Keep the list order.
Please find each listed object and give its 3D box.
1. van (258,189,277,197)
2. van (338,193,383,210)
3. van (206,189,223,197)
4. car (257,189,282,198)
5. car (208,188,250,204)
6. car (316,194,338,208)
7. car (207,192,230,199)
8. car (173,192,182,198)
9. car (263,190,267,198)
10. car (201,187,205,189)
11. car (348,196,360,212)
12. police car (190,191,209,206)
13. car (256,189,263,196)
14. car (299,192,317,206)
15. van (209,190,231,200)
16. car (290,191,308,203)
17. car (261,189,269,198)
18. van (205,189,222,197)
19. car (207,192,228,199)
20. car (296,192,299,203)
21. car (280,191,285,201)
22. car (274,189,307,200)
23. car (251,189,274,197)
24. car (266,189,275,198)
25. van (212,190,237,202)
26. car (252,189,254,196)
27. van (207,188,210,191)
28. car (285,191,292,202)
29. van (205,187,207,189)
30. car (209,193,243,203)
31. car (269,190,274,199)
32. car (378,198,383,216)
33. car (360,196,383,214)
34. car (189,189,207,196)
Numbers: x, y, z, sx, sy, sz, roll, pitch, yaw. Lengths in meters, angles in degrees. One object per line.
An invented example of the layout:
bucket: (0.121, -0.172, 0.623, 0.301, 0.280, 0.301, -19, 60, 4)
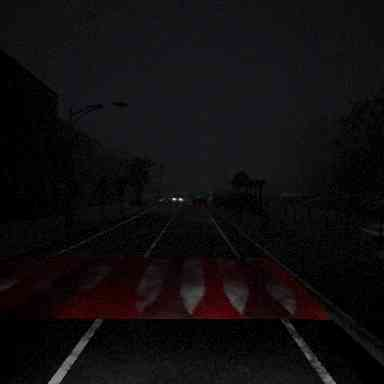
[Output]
van: (18.888, 0.295, 83.608, 4.442, 1.987, 1.878, 0, 1, 0)
van: (18.953, 1.079, 36.424, 4.442, 1.987, 1.878, 0, 1, 0)
van: (5.806, 0.243, 85.829, 4.442, 1.987, 1.878, 0, 1, 0)
car: (18.804, 0.333, 80.832, 5.566, 2.045, 2.435, 0, 1, 0)
car: (5.707, 0.817, 52.186, 5.566, 2.045, 2.435, 0, 1, 0)
car: (18.800, 1.252, 41.977, 4.792, 1.488, 2.163, 0, 1, 0)
car: (5.737, 0.794, 71.813, 4.792, 1.488, 2.163, 0, 1, 0)
car: (-3.251, 0.732, 75.885, 1.895, 1.301, 4.718, 0, 1, 0)
car: (18.757, 0.783, 72.505, 4.792, 1.488, 2.163, 0, 1, 0)
car: (5.665, 0.282, 83.024, 5.566, 2.045, 2.435, 0, 1, 0)
car: (18.837, 1.387, 33.653, 4.674, 1.452, 2.002, 0, 1, 0)
police car: (0.975, 1.078, 47.595, 1.930, 1.638, 5.238, 0, 1, 0)
car: (18.751, 0.391, 78.056, 5.566, 2.045, 2.435, 0, 1, 0)
car: (18.635, 1.136, 47.527, 5.366, 1.575, 1.946, 0, 1, 0)
van: (5.829, 0.585, 69.007, 4.442, 1.987, 1.878, 0, 1, 0)
car: (18.820, 1.057, 53.077, 4.892, 1.521, 2.231, 0, 1, 0)
car: (18.812, 0.728, 75.287, 4.792, 1.488, 2.163, 0, 1, 0)
van: (5.802, 0.179, 88.631, 4.442, 1.987, 1.878, 0, 1, 0)
car: (5.702, 0.751, 74.621, 4.674, 1.452, 2.002, 0, 1, 0)
car: (18.846, 1.127, 50.303, 4.792, 1.488, 2.163, 0, 1, 0)
car: (18.811, 0.973, 58.629, 5.008, 1.535, 2.097, 0, 1, 0)
car: (18.773, 0.681, 61.400, 5.566, 2.045, 2.435, 0, 1, 0)
car: (18.793, 0.143, 89.157, 5.566, 2.045, 2.435, 0, 1, 0)
car: (18.975, 0.797, 69.733, 5.366, 1.575, 1.946, 0, 1, 0)
van: (5.840, 0.717, 60.596, 4.442, 1.987, 1.878, 0, 1, 0)
car: (18.954, 0.454, 86.387, 5.366, 1.575, 1.946, 0, 1, 0)
van: (5.599, 0.632, 66.205, 4.442, 1.987, 1.878, 0, 1, 0)
car: (18.815, 1.015, 55.853, 5.008, 1.535, 2.097, 0, 1, 0)
van: (5.813, 0.371, 80.225, 4.442, 1.987, 1.878, 0, 1, 0)
car: (5.546, 1.024, 54.993, 5.366, 1.575, 1.946, 0, 1, 0)
car: (18.789, 0.846, 66.956, 5.008, 1.535, 2.097, 0, 1, 0)
car: (18.846, 1.471, 28.101, 4.674, 1.452, 2.002, 0, 1, 0)
car: (18.839, 1.388, 30.875, 5.008, 1.535, 2.097, 0, 1, 0)
car: (0.974, 0.848, 57.465, 2.097, 1.767, 4.553, 0, 1, 0)
